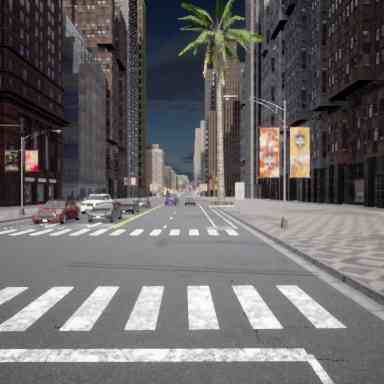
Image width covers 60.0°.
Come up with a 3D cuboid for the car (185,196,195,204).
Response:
[{"bbox_3d":[-0.378,1.538,66.561,1.882,1.535,5.008,0,0,0],"label":"car"}]

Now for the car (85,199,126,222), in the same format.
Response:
[{"bbox_3d":[-6.741,1.531,26.194,1.812,1.442,4.674,0,0,0],"label":"car"}]

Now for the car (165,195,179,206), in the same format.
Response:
[{"bbox_3d":[-3.571,1.564,56.537,1.812,1.442,4.674,0,0,0],"label":"car"}]

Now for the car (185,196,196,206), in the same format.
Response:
[{"bbox_3d":[-0.319,1.585,56.139,2.033,1.411,5.357,0,0,0],"label":"car"}]

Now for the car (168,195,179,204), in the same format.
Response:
[{"bbox_3d":[-3.628,1.413,66.513,2.097,1.767,4.553,0,0,0],"label":"car"}]

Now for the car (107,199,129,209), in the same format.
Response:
[{"bbox_3d":[-10.097,1.621,45.768,1.895,1.301,4.718,0,0,0],"label":"car"}]

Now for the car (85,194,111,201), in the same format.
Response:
[{"bbox_3d":[-10.048,1.232,35.466,2.150,2.045,5.566,0,0,0],"label":"car"}]

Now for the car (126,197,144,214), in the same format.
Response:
[{"bbox_3d":[-6.800,1.558,35.865,2.033,1.411,5.357,0,0,0],"label":"car"}]

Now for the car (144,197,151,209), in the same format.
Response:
[{"bbox_3d":[-6.850,1.513,46.191,2.128,1.511,4.902,0,0,0],"label":"car"}]

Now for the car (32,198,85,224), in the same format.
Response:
[{"bbox_3d":[-9.986,1.357,24.785,2.097,1.767,4.553,0,0,0],"label":"car"}]
